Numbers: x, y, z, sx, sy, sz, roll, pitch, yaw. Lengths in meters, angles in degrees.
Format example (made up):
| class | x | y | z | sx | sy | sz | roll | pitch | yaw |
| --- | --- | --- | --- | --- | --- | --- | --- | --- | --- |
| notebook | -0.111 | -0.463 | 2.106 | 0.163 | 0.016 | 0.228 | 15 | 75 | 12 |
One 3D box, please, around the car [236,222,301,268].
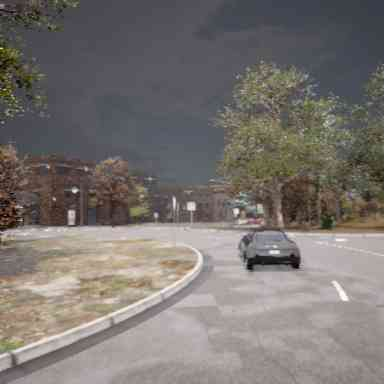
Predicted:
| class | x | y | z | sx | sy | sz | roll | pitch | yaw |
| --- | --- | --- | --- | --- | --- | --- | --- | --- | --- |
| car | 3.018 | 2.160 | 13.576 | 1.994 | 1.385 | 4.181 | -1 | -3 | 4 |
